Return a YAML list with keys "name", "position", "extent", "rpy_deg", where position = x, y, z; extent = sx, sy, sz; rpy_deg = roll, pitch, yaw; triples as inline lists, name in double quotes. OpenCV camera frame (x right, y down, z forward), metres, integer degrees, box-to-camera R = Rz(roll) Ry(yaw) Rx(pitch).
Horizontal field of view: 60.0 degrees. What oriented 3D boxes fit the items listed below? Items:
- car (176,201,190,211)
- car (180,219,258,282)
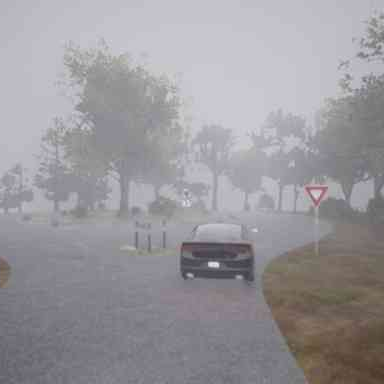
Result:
- name: "car"
  position: [-3.042, 1.868, 46.074]
  extent: [5.357, 1.411, 2.033]
  rpy_deg: [0, -1, 11]
- name: "car"
  position: [0.965, 1.549, 10.149]
  extent: [1.882, 1.535, 5.008]
  rpy_deg: [0, 0, 11]
